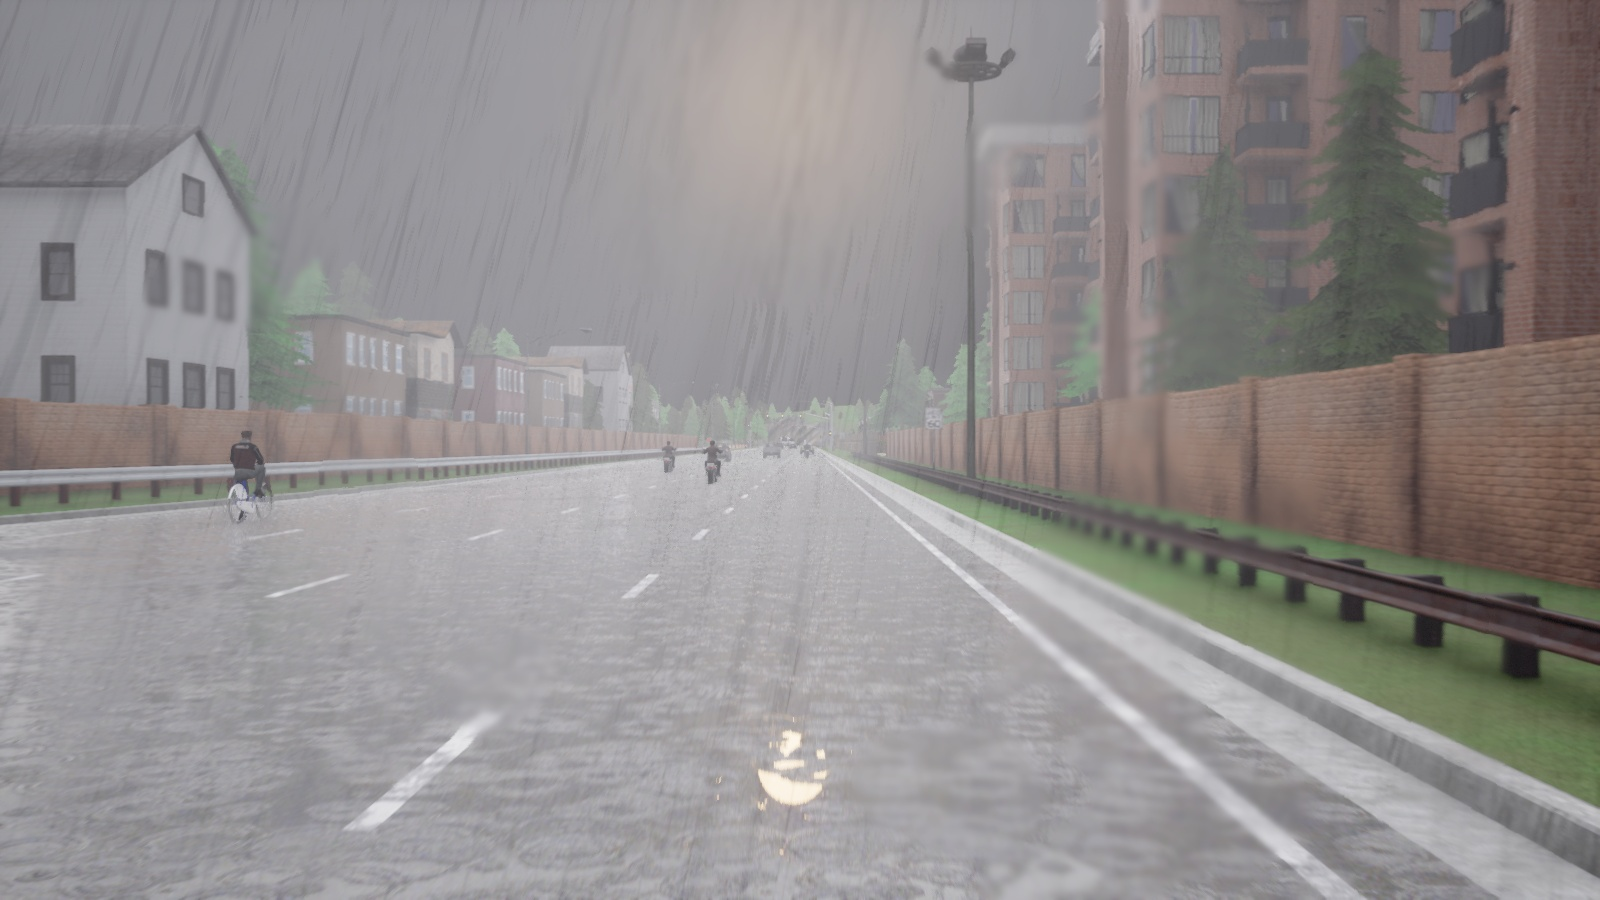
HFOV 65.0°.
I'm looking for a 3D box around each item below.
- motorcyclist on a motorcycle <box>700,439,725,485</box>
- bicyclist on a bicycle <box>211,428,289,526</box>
[{"bbox_3d":[-3.221,0.434,46.454,0.766,1.649,2.350,0,0,0],"label":"motorcyclist on a motorcycle"},{"bbox_3d":[-10.350,0.476,23.692,0.659,1.776,1.843,0,1,0],"label":"bicyclist on a bicycle"}]
